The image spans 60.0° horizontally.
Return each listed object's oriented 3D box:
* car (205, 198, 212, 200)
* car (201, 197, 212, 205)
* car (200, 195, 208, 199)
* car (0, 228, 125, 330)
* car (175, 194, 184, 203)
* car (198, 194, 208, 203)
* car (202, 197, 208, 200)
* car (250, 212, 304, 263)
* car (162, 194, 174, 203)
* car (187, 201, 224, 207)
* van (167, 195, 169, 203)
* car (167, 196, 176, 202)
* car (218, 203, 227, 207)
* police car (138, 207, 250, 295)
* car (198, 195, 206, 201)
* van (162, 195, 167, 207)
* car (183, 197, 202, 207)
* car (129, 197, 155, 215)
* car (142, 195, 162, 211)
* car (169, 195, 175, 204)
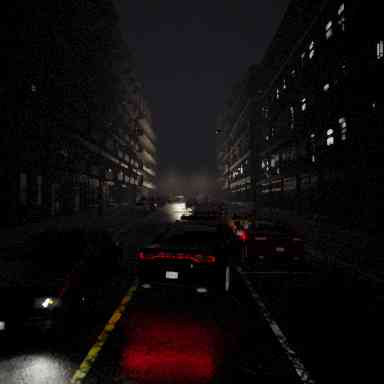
[{"bbox_3d":[2.607,1.591,34.106,1.887,1.381,4.507,1,0,0],"label":"car"},{"bbox_3d":[2.626,1.668,61.760,1.887,1.381,4.507,1,0,0],"label":"car"},{"bbox_3d":[2.622,1.649,56.230,1.887,1.381,4.507,1,0,0],"label":"car"},{"bbox_3d":[-2.843,1.552,7.478,2.033,1.411,5.357,0,0,0],"label":"car"},{"bbox_3d":[-2.701,1.376,69.997,2.150,2.045,5.566,0,0,0],"label":"car"},{"bbox_3d":[2.608,1.504,78.354,2.192,1.841,5.009,1,0,0],"label":"car"},{"bbox_3d":[2.611,1.608,39.638,2.008,1.369,4.403,1,0,0],"label":"car"},{"bbox_3d":[2.592,1.554,11.984,1.887,1.381,4.507,1,0,0],"label":"car"},{"bbox_3d":[-5.241,1.481,72.888,2.192,1.841,5.009,1,0,0],"label":"car"},{"bbox_3d":[0.837,1.495,18.653,1.882,1.535,5.008,0,0,0],"label":"car"},{"bbox_3d":[-5.253,1.446,56.297,1.690,1.788,3.998,1,0,0],"label":"van"},{"bbox_3d":[-5.240,1.780,83.950,1.947,1.339,4.313,1,0,0],"label":"car"},{"bbox_3d":[2.597,1.541,17.686,1.752,1.417,4.829,1,0,0],"label":"car"},{"bbox_3d":[0.281,1.431,9.035,1.930,1.638,5.238,0,0,15],"label":"police car"},{"bbox_3d":[2.612,1.681,89.417,1.967,1.590,4.097,1,0,0],"label":"car"},{"bbox_3d":[-5.256,1.427,50.765,1.690,1.788,3.998,2,0,0],"label":"van"},{"bbox_3d":[0.047,1.674,45.859,1.895,1.301,4.718,0,0,0],"label":"car"},{"bbox_3d":[-5.272,1.571,34.005,1.752,1.417,4.829,2,0,0],"label":"car"},{"bbox_3d":[-5.263,1.373,39.707,2.192,1.841,5.009,2,0,0],"label":"car"},{"bbox_3d":[-5.245,1.460,67.358,2.192,1.841,5.009,1,0,0],"label":"car"}]
